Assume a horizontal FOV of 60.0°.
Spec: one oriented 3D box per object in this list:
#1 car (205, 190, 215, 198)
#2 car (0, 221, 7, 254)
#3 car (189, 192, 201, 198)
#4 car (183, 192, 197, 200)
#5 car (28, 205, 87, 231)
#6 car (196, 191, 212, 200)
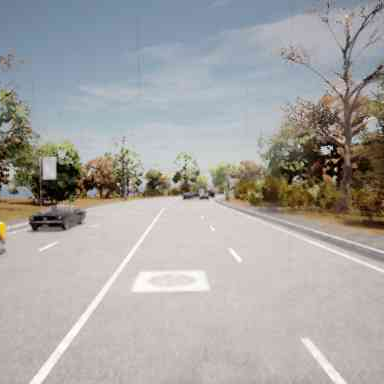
[{"bbox_3d":[4.288,0.418,82.143,2.150,2.045,5.566,0,0,13],"label":"car"},{"bbox_3d":[-7.384,1.424,9.662,1.882,1.535,5.008,-1,1,-2],"label":"car"},{"bbox_3d":[0.750,0.705,82.314,1.837,1.490,4.892,0,0,13],"label":"car"},{"bbox_3d":[-0.805,0.891,72.225,1.837,1.490,4.892,0,0,8],"label":"car"},{"bbox_3d":[-7.776,1.441,19.643,1.895,1.301,4.718,-1,1,-2],"label":"car"},{"bbox_3d":[2.698,0.959,72.070,1.895,1.301,4.718,0,0,8],"label":"car"}]
